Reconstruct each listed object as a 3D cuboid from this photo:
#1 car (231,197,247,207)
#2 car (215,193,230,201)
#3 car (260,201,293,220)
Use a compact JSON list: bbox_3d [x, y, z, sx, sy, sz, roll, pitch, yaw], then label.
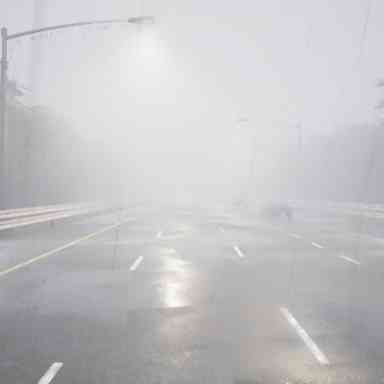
[{"bbox_3d":[7.133,1.528,50.740,2.033,1.411,5.357,0,0,0],"label":"car"},{"bbox_3d":[7.286,1.303,80.830,2.097,1.767,4.553,0,0,0],"label":"car"},{"bbox_3d":[7.041,1.506,28.016,1.837,1.490,4.892,0,0,0],"label":"car"}]
